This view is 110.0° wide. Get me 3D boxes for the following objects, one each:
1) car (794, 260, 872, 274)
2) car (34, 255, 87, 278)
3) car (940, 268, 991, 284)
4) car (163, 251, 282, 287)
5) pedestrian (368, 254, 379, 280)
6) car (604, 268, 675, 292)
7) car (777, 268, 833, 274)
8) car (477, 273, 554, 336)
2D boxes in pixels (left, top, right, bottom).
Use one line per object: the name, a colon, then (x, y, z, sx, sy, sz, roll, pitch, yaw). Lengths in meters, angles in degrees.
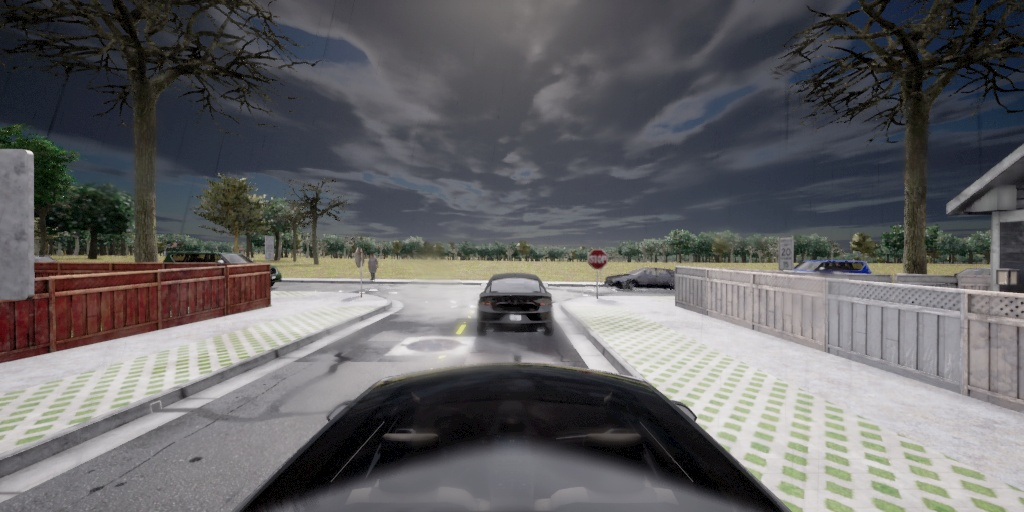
car: (19.331, 1.253, 22.510, 5.566, 2.045, 2.150, 1, 0, -1)
car: (-25.755, 0.737, 19.155, 4.553, 1.767, 2.097, 1, 0, -1)
car: (29.649, 1.529, 22.591, 4.553, 1.767, 2.097, 1, 0, -1)
car: (-15.559, 0.764, 19.239, 5.566, 2.045, 2.150, 1, 0, 0)
pedestrian: (-9.750, 0.748, 25.152, 0.375, 1.860, 0.375, 0, -1, -1)
car: (8.587, 1.428, 22.405, 5.357, 1.411, 2.033, 1, 0, -1)
car: (13.754, 1.513, 19.510, 5.357, 1.411, 2.033, 1, 0, -1)
car: (0.080, 1.226, 10.463, 1.882, 1.535, 5.008, 0, 0, 0)
